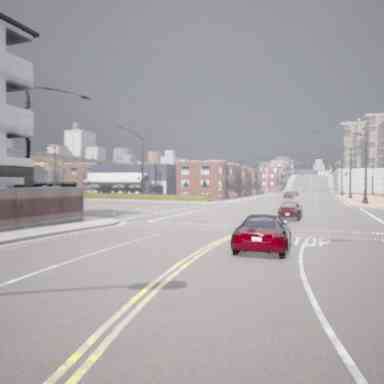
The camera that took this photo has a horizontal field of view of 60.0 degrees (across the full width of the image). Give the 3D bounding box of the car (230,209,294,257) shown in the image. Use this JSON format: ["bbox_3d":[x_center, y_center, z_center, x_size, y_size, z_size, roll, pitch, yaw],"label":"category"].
[{"bbox_3d":[2.835,1.581,13.221,1.994,1.385,4.181,1,0,18],"label":"car"}]

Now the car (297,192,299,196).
[{"bbox_3d":[24.971,0.340,81.193,1.994,1.385,4.181,1,1,21],"label":"car"}]

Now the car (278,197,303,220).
[{"bbox_3d":[8.229,1.504,27.877,1.812,1.442,4.674,1,2,21],"label":"car"}]

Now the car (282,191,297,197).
[{"bbox_3d":[19.173,0.608,66.181,1.837,1.490,4.892,1,2,21],"label":"car"}]
